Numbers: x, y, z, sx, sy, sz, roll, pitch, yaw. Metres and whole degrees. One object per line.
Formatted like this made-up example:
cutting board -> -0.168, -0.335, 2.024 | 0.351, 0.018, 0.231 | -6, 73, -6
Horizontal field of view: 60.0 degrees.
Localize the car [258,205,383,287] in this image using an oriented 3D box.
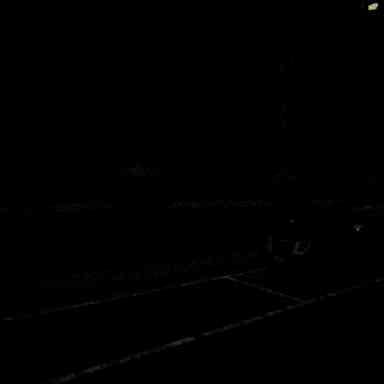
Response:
car -> 4.163, 1.313, 9.503 | 5.009, 1.841, 2.192 | 0, 0, -35
